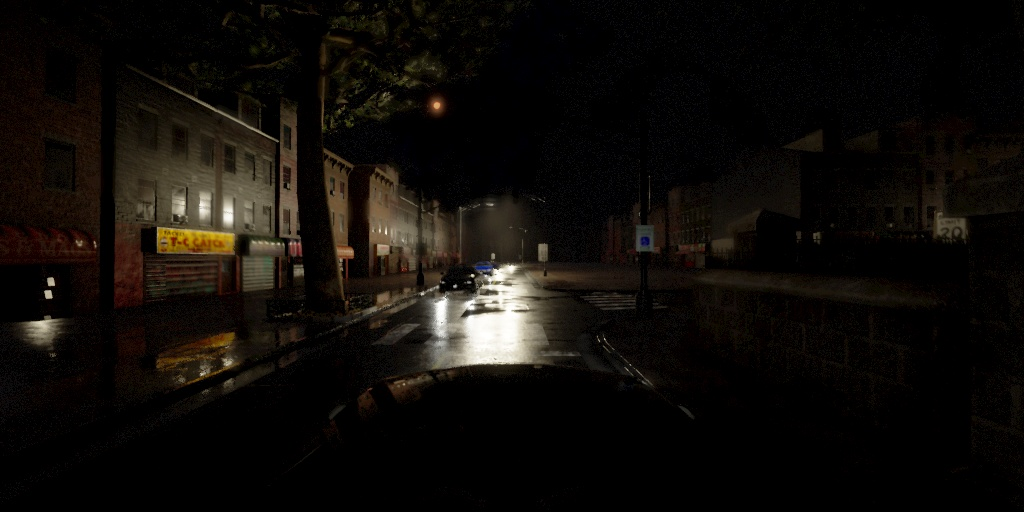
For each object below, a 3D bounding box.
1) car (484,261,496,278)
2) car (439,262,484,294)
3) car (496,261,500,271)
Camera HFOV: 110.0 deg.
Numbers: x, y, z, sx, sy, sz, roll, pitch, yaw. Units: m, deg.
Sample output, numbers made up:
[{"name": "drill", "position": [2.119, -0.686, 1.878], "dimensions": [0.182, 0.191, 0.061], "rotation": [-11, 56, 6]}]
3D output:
[{"name": "car", "position": [-2.799, 1.293, 35.046], "dimensions": [1.812, 1.442, 4.674], "rotation": [0, 0, 0]}, {"name": "car", "position": [-2.820, 1.262, 20.162], "dimensions": [1.837, 1.490, 4.892], "rotation": [0, 0, 0]}, {"name": "car", "position": [-2.760, 1.400, 50.489], "dimensions": [1.895, 1.301, 4.718], "rotation": [0, 0, 0]}]
